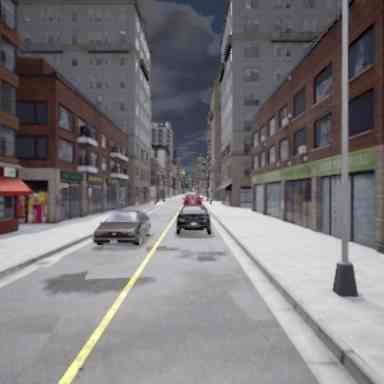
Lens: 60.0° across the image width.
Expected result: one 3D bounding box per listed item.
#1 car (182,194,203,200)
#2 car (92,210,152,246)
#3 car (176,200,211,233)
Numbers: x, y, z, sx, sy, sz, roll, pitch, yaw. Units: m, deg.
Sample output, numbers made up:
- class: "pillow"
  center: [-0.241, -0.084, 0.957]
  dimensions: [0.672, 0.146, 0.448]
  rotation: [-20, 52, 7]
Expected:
- class: "car"
  center: [0.088, 1.246, 38.337]
  dimensions: [2.150, 2.045, 5.566]
  rotation: [0, 0, 0]
- class: "car"
  center: [-3.025, 1.553, 15.602]
  dimensions: [2.033, 1.411, 5.357]
  rotation: [0, 0, 1]
- class: "car"
  center: [0.094, 1.486, 19.564]
  dimensions: [1.882, 1.535, 5.008]
  rotation: [0, 0, 0]
